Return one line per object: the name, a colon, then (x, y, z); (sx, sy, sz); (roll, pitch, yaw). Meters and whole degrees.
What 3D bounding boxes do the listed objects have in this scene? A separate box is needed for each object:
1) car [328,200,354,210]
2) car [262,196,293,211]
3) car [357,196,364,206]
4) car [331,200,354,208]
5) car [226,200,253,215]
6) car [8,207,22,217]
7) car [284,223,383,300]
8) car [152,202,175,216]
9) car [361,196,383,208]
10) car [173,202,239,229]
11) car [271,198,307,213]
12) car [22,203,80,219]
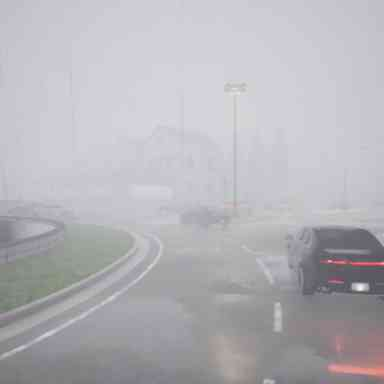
car: (22.950, 2.050, 51.257); (4.718, 1.301, 1.895); (0, -1, -41)
car: (12.163, 1.630, 46.469); (5.566, 2.045, 2.150); (0, -1, -41)
car: (35.186, 1.802, 66.604); (5.566, 2.045, 2.150); (0, -1, -41)
car: (26.877, 2.120, 59.307); (4.718, 1.301, 1.895); (0, -1, -41)
car: (4.405, 1.674, 36.446); (4.553, 1.767, 2.097); (0, -1, -31)
car: (-16.219, 1.858, 34.724); (5.357, 1.411, 2.033); (0, -1, 6)
car: (3.603, 1.580, 8.629); (1.837, 1.490, 4.892); (0, -1, 11)
car: (-1.998, 1.819, 36.879); (4.902, 1.511, 2.128); (0, -1, -25)
car: (33.178, 2.028, 60.171); (4.902, 1.511, 2.128); (0, -1, -41)
car: (0.841, 1.702, 23.616); (2.128, 1.511, 4.902); (0, -1, -29)
car: (12.742, 1.851, 42.373); (5.008, 1.535, 1.882); (0, -1, -40)
car: (-12.974, 1.806, 31.334); (4.674, 1.442, 1.812); (0, 0, 2)
